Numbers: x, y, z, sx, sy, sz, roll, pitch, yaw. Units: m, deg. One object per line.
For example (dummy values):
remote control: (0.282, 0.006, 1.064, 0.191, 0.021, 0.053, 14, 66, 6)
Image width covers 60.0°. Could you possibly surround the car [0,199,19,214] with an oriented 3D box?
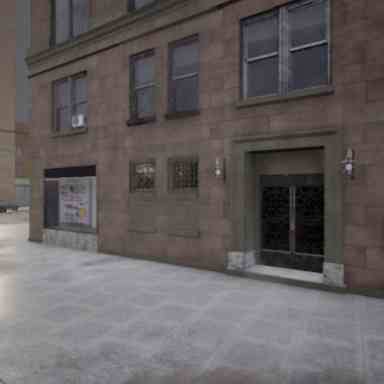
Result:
car: (-19.010, 1.394, 31.305, 1.837, 1.490, 4.892, 0, 0, 35)
